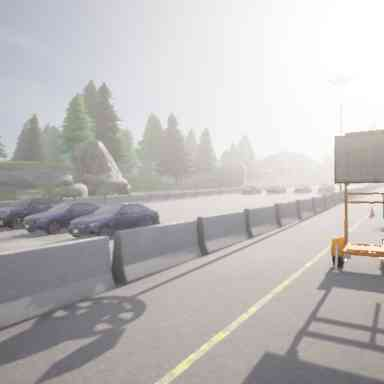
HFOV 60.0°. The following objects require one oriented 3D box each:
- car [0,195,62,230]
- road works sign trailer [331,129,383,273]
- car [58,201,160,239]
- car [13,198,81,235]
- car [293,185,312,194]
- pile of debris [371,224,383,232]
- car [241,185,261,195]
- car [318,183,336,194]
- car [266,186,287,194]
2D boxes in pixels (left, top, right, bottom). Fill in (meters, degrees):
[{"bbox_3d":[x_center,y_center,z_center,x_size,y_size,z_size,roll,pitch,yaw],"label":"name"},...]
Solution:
[{"bbox_3d":[-9.187,1.060,19.066,2.097,1.767,4.553,0,2,34],"label":"car"},{"bbox_3d":[5.096,0.153,8.820,2.380,3.560,2.880,0,2,32],"label":"road works sign trailer"},{"bbox_3d":[-3.352,1.218,15.201,1.812,1.442,4.674,0,2,34],"label":"car"},{"bbox_3d":[-6.264,1.225,17.142,1.812,1.442,4.674,0,2,34],"label":"car"},{"bbox_3d":[17.652,-0.487,52.958,1.994,1.385,4.181,0,2,34],"label":"car"},{"bbox_3d":[9.025,1.612,14.660,1.860,0.140,1.500,0,2,34],"label":"pile of debris"},{"bbox_3d":[9.508,-0.351,53.383,1.837,1.490,4.892,0,2,34],"label":"car"},{"bbox_3d":[20.868,-0.591,51.468,2.128,1.511,4.902,0,2,34],"label":"car"},{"bbox_3d":[13.420,-0.340,52.932,1.895,1.301,4.718,0,2,34],"label":"car"}]
